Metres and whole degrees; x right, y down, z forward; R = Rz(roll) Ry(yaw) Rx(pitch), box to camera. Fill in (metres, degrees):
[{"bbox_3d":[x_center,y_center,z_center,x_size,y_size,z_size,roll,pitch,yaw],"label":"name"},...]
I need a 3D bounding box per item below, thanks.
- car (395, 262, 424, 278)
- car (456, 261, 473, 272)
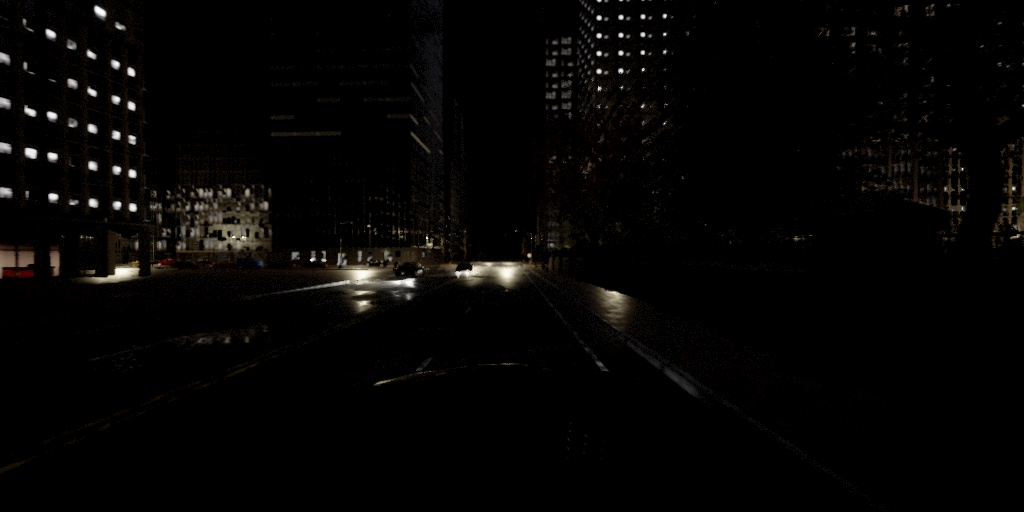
[{"bbox_3d":[-9.837,1.320,34.763,2.128,1.511,4.902,0,0,0],"label":"car"},{"bbox_3d":[-6.498,1.430,49.639,1.994,1.385,4.181,0,0,0],"label":"car"}]
